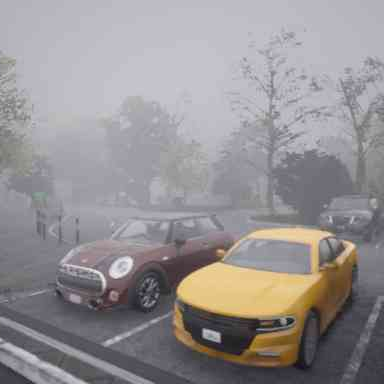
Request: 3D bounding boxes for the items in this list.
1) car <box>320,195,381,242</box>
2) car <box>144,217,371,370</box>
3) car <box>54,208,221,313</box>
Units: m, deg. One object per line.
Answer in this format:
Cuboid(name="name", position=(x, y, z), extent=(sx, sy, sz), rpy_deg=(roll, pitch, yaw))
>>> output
Cuboid(name="car", position=(7.972, 1.190, 16.541), extent=(2.435, 2.045, 5.566), rpy_deg=(0, 0, 35))
Cuboid(name="car", position=(1.667, 1.443, 6.020), extent=(2.097, 1.535, 5.008), rpy_deg=(0, 0, 35))
Cuboid(name="car", position=(-0.805, 1.309, 7.782), extent=(2.185, 1.767, 4.553), rpy_deg=(0, 0, 35))
